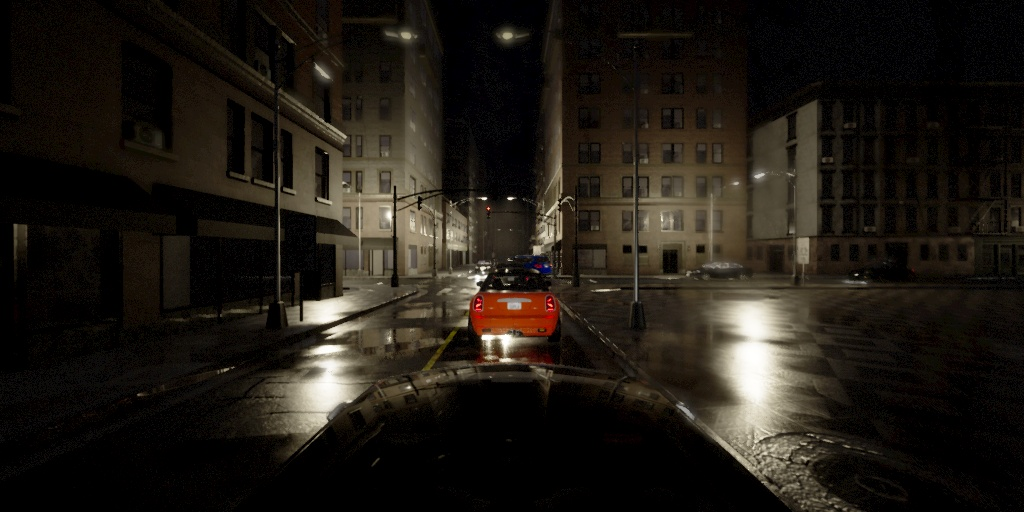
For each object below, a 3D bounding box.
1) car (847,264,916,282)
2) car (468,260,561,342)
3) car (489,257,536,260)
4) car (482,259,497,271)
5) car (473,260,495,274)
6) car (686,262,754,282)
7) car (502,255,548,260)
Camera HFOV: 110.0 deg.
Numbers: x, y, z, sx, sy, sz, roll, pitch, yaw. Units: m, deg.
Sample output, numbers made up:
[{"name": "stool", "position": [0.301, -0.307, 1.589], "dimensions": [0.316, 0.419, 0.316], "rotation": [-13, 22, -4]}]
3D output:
[{"name": "car", "position": [29.532, 1.316, 28.725], "dimensions": [4.181, 1.385, 1.994], "rotation": [0, 0, -2]}, {"name": "car", "position": [0.058, 1.101, 9.904], "dimensions": [2.097, 1.767, 4.553], "rotation": [0, 0, 0]}, {"name": "car", "position": [-0.161, 1.099, 18.825], "dimensions": [2.097, 1.767, 4.553], "rotation": [0, 0, -3]}, {"name": "car", "position": [-3.179, 1.246, 51.470], "dimensions": [1.837, 1.490, 4.892], "rotation": [0, 0, 0]}, {"name": "car", "position": [-3.174, 1.234, 41.223], "dimensions": [2.128, 1.511, 4.902], "rotation": [0, 0, 0]}, {"name": "car", "position": [16.515, 1.242, 28.600], "dimensions": [4.902, 1.511, 2.128], "rotation": [0, 0, -1]}, {"name": "car", "position": [0.913, 0.966, 31.544], "dimensions": [5.566, 2.045, 2.150], "rotation": [0, 2, 43]}]
